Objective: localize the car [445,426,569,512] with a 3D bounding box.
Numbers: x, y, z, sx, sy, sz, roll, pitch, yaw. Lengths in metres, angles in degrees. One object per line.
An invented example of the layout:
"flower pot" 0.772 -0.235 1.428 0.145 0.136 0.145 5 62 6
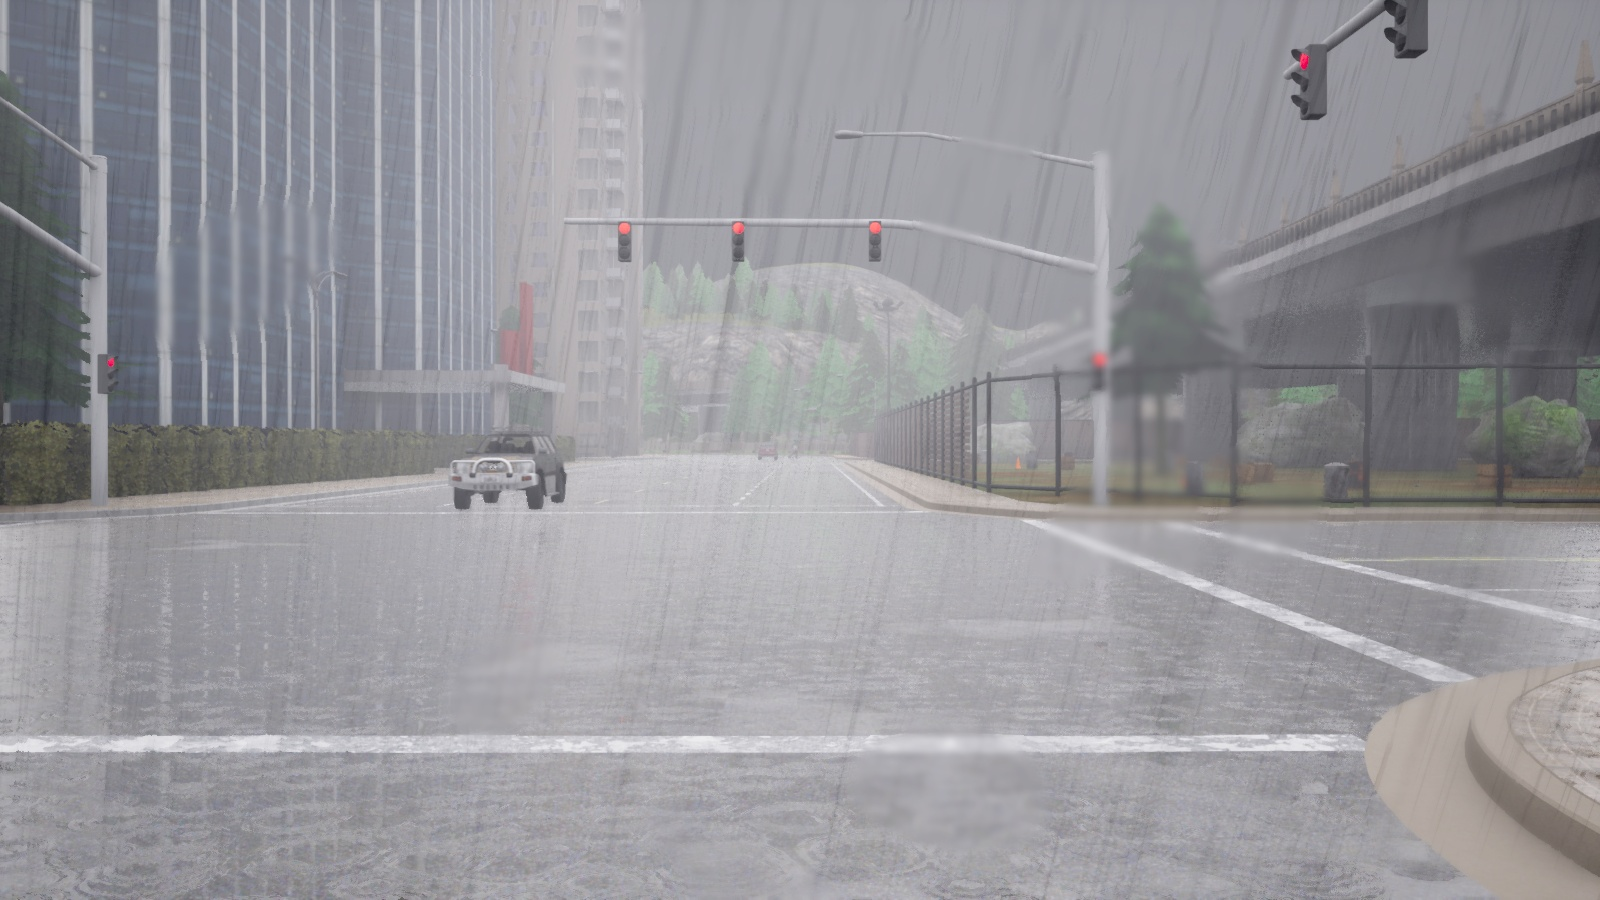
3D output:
"car" -6.756 0.396 29.421 1.932 1.855 4.605 0 1 -1
